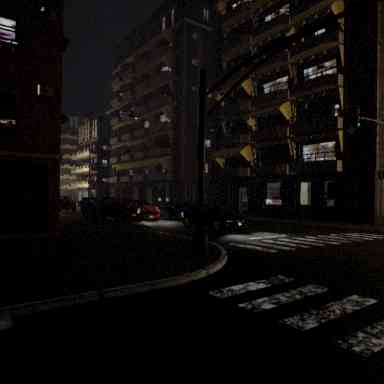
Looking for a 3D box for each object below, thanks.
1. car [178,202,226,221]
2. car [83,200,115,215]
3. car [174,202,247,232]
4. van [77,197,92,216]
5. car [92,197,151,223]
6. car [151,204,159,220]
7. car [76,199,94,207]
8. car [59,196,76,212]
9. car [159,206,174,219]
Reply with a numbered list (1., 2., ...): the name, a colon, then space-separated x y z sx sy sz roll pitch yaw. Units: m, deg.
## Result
1. car: 0.806 1.686 30.151 1.752 1.417 4.829 1 -1 -35
2. car: -10.230 1.651 36.378 1.994 1.385 4.181 1 -1 -35
3. car: 1.214 1.527 20.273 1.837 1.490 4.892 1 -1 -36
4. van: -8.745 1.355 30.008 1.690 1.788 3.998 1 -1 -35
5. car: -5.521 1.310 25.459 2.192 1.841 5.009 1 -1 -35
6. car: -4.519 1.405 28.315 2.097 1.767 4.553 1 -1 -35
7. car: -18.434 1.868 57.309 1.802 1.307 4.206 1 -1 -35
8. car: -15.190 1.369 39.108 2.192 1.841 5.009 1 -1 -35
9. car: -0.455 1.582 27.654 1.882 1.535 5.008 1 -1 -35
